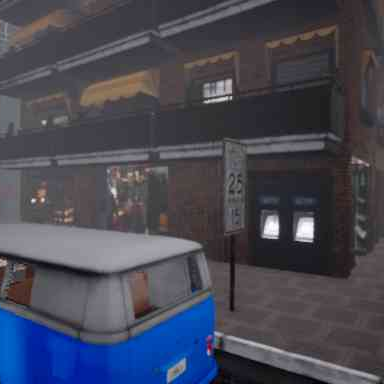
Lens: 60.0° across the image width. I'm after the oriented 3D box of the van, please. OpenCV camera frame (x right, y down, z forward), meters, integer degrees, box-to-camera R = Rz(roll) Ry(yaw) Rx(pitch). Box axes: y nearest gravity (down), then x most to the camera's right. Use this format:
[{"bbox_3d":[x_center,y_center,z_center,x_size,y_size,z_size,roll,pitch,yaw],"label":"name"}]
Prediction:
[{"bbox_3d":[-1.660,1.346,4.005,3.998,1.788,1.690,0,1,35],"label":"van"}]
